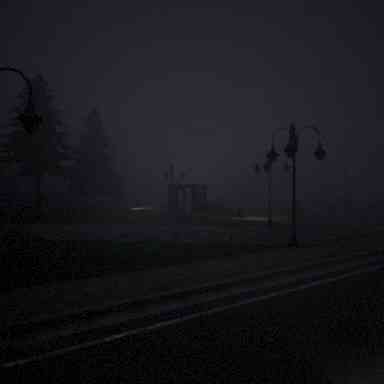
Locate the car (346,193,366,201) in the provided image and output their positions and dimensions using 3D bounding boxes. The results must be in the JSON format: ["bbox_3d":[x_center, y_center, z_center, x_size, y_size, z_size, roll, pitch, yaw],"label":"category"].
[{"bbox_3d":[39.735,1.190,80.650,1.905,1.878,3.866,0,0,-36],"label":"car"}]

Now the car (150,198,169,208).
[{"bbox_3d":[-4.239,1.570,47.761,1.812,1.442,4.674,0,0,-36],"label":"car"}]

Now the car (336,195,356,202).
[{"bbox_3d":[36.674,1.470,79.216,1.970,1.475,3.806,0,0,-36],"label":"car"}]

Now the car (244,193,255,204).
[{"bbox_3d":[8.821,1.396,59.272,2.152,1.636,5.027,0,0,-36],"label":"car"}]

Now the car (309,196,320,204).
[{"bbox_3d":[22.921,1.400,59.908,1.845,1.501,3.633,0,0,-36],"label":"car"}]

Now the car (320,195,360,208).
[{"bbox_3d":[19.545,1.450,43.994,1.970,1.475,3.806,0,0,-36],"label":"car"}]

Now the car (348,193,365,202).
[{"bbox_3d":[31.079,1.391,65.679,2.007,1.523,4.514,0,0,-36],"label":"car"}]

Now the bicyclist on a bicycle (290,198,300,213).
[{"bbox_3d":[10.575,1.351,34.014,1.656,1.620,0.582,0,0,-36],"label":"bicyclist on a bicycle"}]

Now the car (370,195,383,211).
[{"bbox_3d":[21.431,1.436,36.222,1.845,1.501,3.633,0,0,-36],"label":"car"}]

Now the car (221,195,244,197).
[{"bbox_3d":[6.298,1.401,57.407,2.007,1.523,4.514,0,0,-36],"label":"car"}]

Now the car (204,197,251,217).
[{"bbox_3d":[2.954,1.518,31.770,1.882,1.535,5.008,0,0,-36],"label":"car"}]

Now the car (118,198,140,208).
[{"bbox_3d":[-9.218,1.604,48.627,1.994,1.385,4.181,0,0,-36],"label":"car"}]
